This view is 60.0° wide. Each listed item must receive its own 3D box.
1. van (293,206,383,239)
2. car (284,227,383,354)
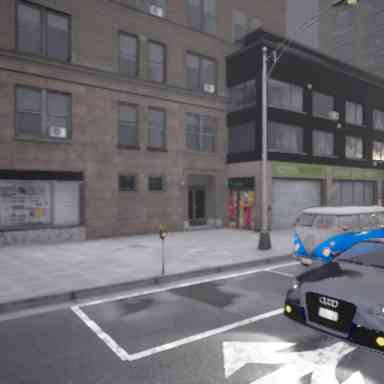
[{"bbox_3d":[4.811,1.343,10.196,3.998,1.788,1.690,0,0,-35],"label":"van"},{"bbox_3d":[3.574,1.565,5.916,4.181,1.385,1.994,0,0,-35],"label":"car"}]
